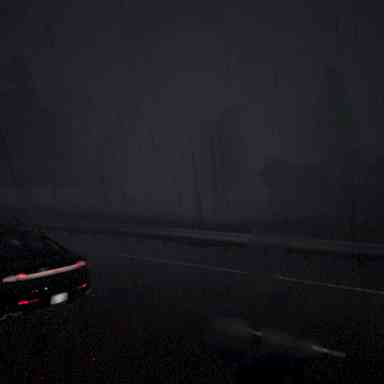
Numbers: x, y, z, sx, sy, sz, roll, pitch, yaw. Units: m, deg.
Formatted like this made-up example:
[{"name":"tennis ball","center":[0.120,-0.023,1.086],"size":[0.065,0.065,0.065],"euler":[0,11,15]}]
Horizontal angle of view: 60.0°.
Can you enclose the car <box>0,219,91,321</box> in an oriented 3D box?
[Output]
[{"name":"car","center":[-4.157,1.498,6.681],"size":[4.902,1.511,2.128],"euler":[0,0,33]}]

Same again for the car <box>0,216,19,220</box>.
[{"name":"car","center":[-8.314,1.616,13.477],"size":[4.718,1.301,1.895],"euler":[0,0,31]}]
